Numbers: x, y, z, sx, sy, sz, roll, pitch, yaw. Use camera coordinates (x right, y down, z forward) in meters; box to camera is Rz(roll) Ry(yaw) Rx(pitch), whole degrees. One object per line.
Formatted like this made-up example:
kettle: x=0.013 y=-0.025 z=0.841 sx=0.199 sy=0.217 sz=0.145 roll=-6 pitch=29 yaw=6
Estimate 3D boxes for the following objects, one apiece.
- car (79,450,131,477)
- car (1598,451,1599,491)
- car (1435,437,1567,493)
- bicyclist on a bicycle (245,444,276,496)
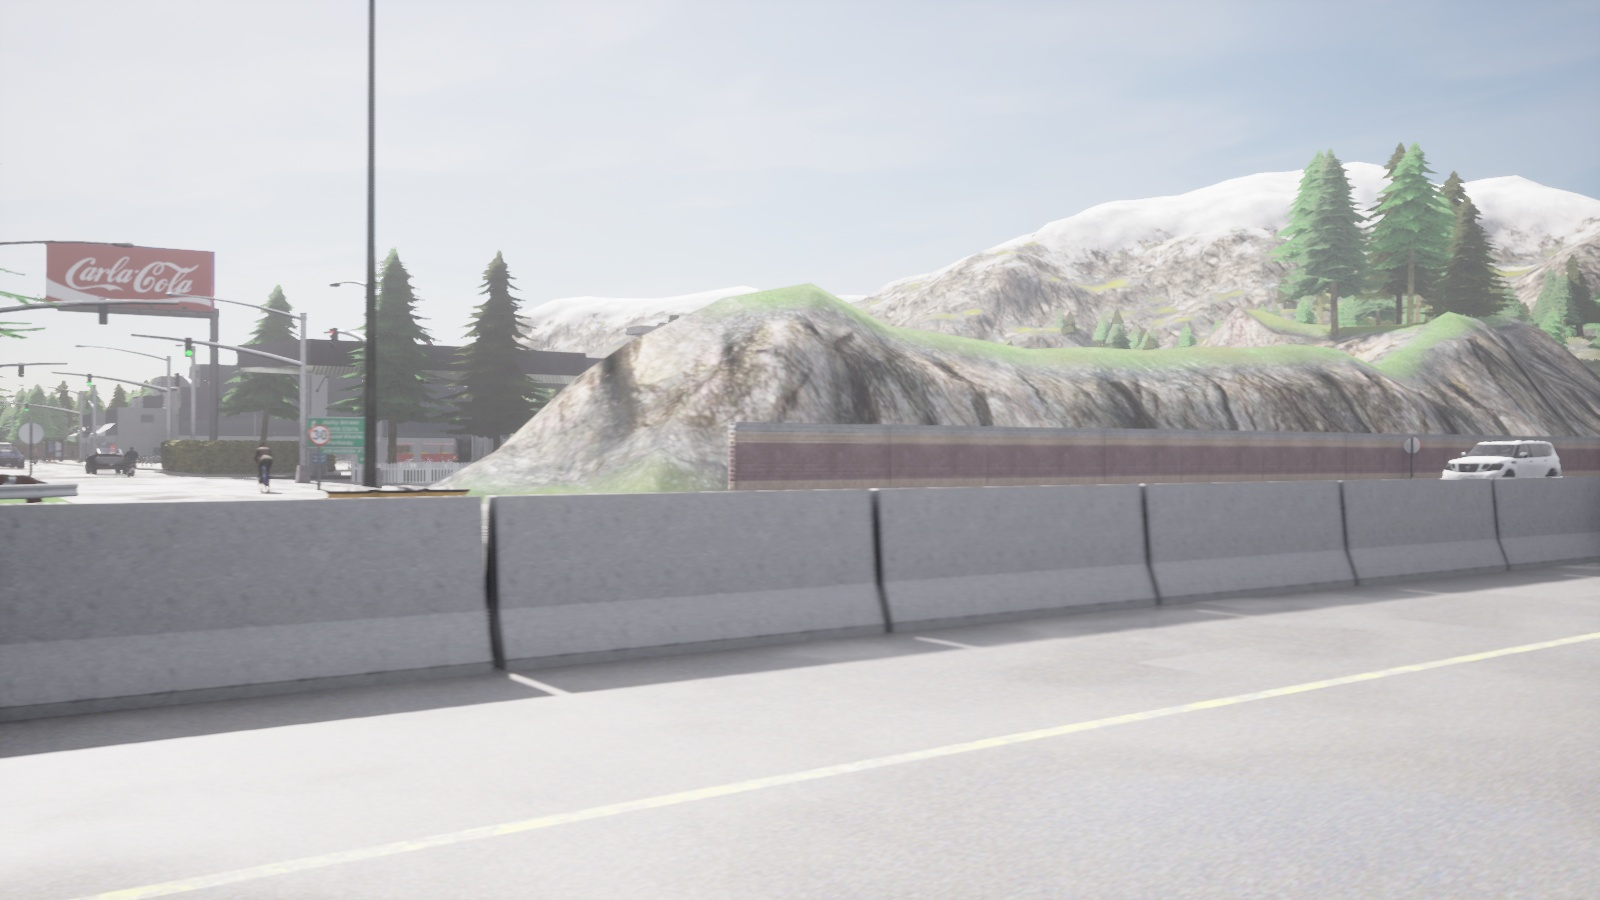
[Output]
car: x=-40.511 y=0.775 z=73.133 sx=2.128 sy=1.511 sz=4.902 roll=0 pitch=0 yaw=-35
car: x=31.936 y=0.780 z=47.210 sx=3.806 sy=1.475 sz=1.970 roll=0 pitch=0 yaw=-35
car: x=26.767 y=0.544 z=47.877 sx=5.566 sy=2.045 sz=2.150 roll=0 pitch=0 yaw=-35
bicyclist on a bicycle: x=-17.155 y=0.639 z=39.931 sx=0.582 sy=1.620 sz=1.656 roll=0 pitch=0 yaw=-35
